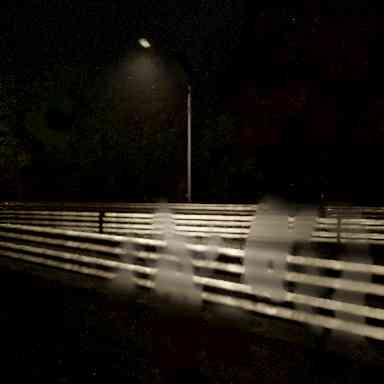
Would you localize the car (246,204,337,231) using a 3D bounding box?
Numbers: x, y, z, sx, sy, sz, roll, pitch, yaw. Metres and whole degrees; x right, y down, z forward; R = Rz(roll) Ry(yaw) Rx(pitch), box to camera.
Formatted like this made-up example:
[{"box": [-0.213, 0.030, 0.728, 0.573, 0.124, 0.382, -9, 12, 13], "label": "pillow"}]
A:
[{"box": [5.161, 1.406, 17.607, 4.553, 1.767, 2.097, 0, 0, 20], "label": "car"}]
